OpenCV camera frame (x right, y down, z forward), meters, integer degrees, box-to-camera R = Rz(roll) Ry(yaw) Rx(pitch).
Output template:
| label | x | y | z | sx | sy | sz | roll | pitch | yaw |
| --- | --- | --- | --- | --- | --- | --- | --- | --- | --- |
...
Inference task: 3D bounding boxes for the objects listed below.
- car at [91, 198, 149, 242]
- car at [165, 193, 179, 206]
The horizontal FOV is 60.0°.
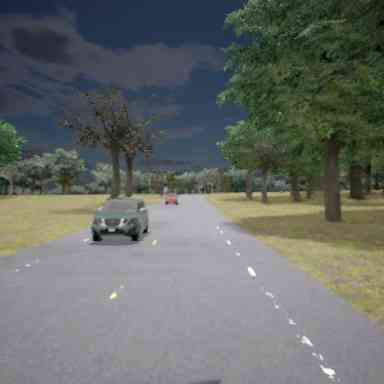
| label | x | y | z | sx | sy | sz | roll | pitch | yaw |
| --- | --- | --- | --- | --- | --- | --- | --- | --- | --- |
| car | -3.597 | 1.361 | 17.676 | 2.150 | 2.045 | 5.566 | 0 | 0 | 0 |
| car | -3.536 | 1.274 | 58.712 | 2.150 | 2.045 | 5.566 | 0 | 1 | 1 |
